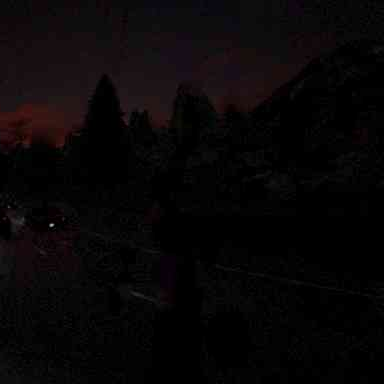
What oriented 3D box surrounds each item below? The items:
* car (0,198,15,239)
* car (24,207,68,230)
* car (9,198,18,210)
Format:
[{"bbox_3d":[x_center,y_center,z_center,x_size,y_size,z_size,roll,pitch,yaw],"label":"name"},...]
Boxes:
[{"bbox_3d":[-10.585,1.379,16.881,2.097,1.767,4.553,0,0,-35],"label":"car"},{"bbox_3d":[-9.511,1.633,21.392,1.895,1.301,4.718,0,0,-34],"label":"car"},{"bbox_3d":[-21.935,1.383,39.387,1.895,1.301,4.718,0,1,-35],"label":"car"}]
